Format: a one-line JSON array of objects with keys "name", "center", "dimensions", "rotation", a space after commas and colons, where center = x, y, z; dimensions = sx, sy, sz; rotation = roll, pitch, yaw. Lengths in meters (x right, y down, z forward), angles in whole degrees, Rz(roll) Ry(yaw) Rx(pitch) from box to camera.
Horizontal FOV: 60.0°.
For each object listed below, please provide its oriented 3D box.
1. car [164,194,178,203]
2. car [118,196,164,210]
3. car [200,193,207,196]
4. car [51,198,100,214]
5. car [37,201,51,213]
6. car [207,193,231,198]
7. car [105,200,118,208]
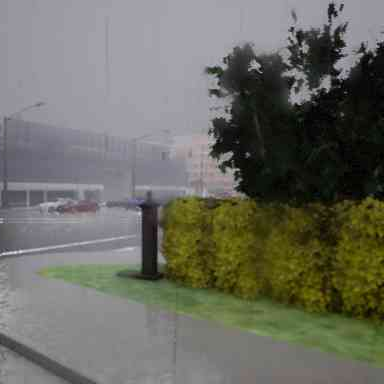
[{"name": "car", "center": [-3.465, 1.113, 49.814], "dimensions": [1.812, 1.442, 4.674], "rotation": [0, 2, 35]}, {"name": "car", "center": [-6.048, 1.257, 40.034], "dimensions": [1.882, 1.535, 5.008], "rotation": [0, 1, 35]}, {"name": "car", "center": [2.276, 0.840, 57.951], "dimensions": [1.812, 1.442, 4.674], "rotation": [0, 2, 35]}, {"name": "car", "center": [-11.179, 1.407, 32.730], "dimensions": [1.994, 1.385, 4.181], "rotation": [0, 0, 35]}, {"name": "car", "center": [-13.902, 1.357, 34.964], "dimensions": [1.812, 1.442, 4.674], "rotation": [0, 0, 33]}, {"name": "car", "center": [5.048, 0.857, 55.827], "dimensions": [1.812, 1.442, 4.674], "rotation": [0, 2, 35]}, {"name": "car", "center": [-8.668, 1.359, 42.405], "dimensions": [1.895, 1.301, 4.718], "rotation": [0, 1, 35]}]
